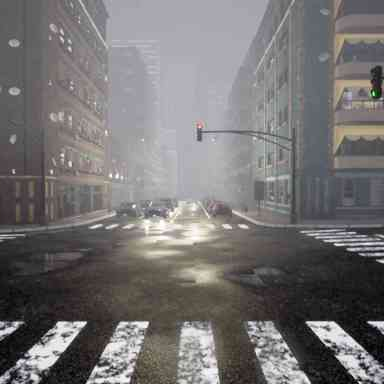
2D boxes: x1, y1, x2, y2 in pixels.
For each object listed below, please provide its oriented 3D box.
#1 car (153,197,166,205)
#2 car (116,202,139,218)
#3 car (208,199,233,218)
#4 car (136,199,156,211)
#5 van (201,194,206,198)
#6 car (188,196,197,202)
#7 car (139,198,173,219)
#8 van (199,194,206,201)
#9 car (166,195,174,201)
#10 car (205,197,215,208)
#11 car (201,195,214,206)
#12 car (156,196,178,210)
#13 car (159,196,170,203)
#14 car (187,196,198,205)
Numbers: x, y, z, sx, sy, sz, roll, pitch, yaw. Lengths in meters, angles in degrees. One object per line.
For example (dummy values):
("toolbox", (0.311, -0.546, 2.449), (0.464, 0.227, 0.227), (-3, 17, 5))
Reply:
("car", (-5.660, 1.561, 57.912), (1.887, 1.381, 4.507), (0, 0, 0))
("car", (-5.677, 1.568, 30.294), (1.947, 1.339, 4.313), (0, 0, 0))
("car", (2.704, 1.584, 30.277), (1.802, 1.307, 4.206), (0, 0, 0))
("car", (-5.670, 1.573, 41.341), (1.947, 1.339, 4.313), (0, 0, 0))
("van", (2.716, 1.354, 52.370), (1.690, 1.788, 3.998), (0, 0, 0))
("car", (0.045, 1.452, 69.770), (1.895, 1.301, 4.718), (0, 0, 0))
("car", (-3.082, 1.550, 29.800), (2.033, 1.411, 5.357), (0, 0, 0))
("van", (2.736, 1.379, 85.512), (1.690, 1.788, 3.998), (-1, 0, 0))
("car", (-5.643, 1.563, 85.359), (1.752, 1.417, 4.829), (0, 0, 0))
("car", (2.707, 1.570, 35.800), (1.947, 1.339, 4.313), (0, 0, 0))
("car", (2.714, 1.554, 46.847), (1.887, 1.381, 4.507), (0, 0, 0))
("car", (-3.072, 1.511, 39.918), (1.837, 1.490, 4.892), (0, 0, 0))
("car", (-5.653, 1.605, 68.959), (1.802, 1.307, 4.206), (0, 0, 0))
("car", (0.038, 1.543, 59.734), (1.812, 1.442, 4.674), (0, 0, 0))
